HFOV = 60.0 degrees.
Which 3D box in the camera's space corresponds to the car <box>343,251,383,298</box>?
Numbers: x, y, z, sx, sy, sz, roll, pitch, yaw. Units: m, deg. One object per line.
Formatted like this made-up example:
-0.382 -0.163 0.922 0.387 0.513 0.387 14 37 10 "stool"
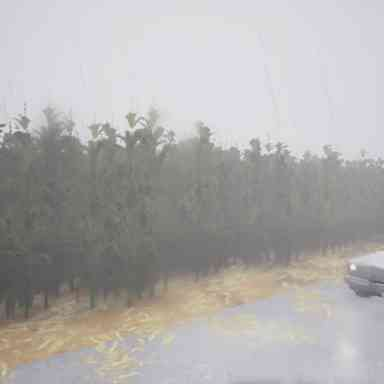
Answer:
5.398 1.590 7.309 4.718 1.301 1.895 0 0 -35 "car"
